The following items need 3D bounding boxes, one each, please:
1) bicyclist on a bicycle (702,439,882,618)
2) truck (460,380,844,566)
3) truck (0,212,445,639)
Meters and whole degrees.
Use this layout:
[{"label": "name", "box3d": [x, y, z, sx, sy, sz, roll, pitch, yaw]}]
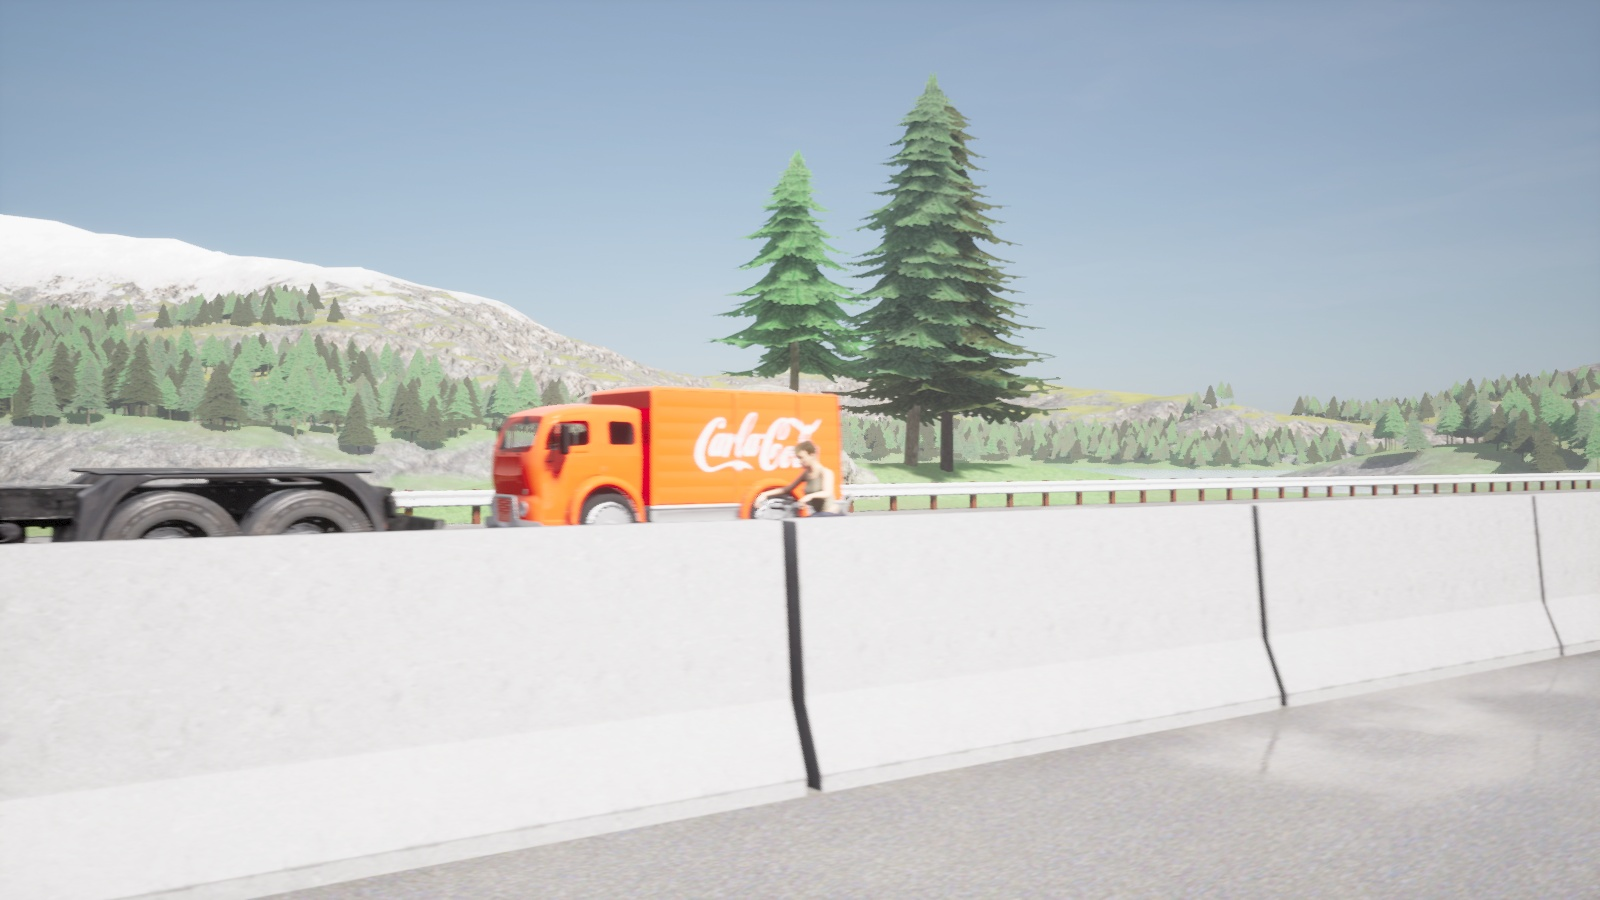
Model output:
[{"label": "bicyclist on a bicycle", "box3d": [-0.068, 0.711, 12.135, 1.509, 1.612, 0.866, 0, 0, -35]}, {"label": "truck", "box3d": [-2.201, 0.310, 19.185, 5.204, 2.467, 2.627, 0, 0, -35]}, {"label": "truck", "box3d": [-7.551, -0.194, 11.198, 7.936, 3.462, 2.891, 0, 0, -35]}]
